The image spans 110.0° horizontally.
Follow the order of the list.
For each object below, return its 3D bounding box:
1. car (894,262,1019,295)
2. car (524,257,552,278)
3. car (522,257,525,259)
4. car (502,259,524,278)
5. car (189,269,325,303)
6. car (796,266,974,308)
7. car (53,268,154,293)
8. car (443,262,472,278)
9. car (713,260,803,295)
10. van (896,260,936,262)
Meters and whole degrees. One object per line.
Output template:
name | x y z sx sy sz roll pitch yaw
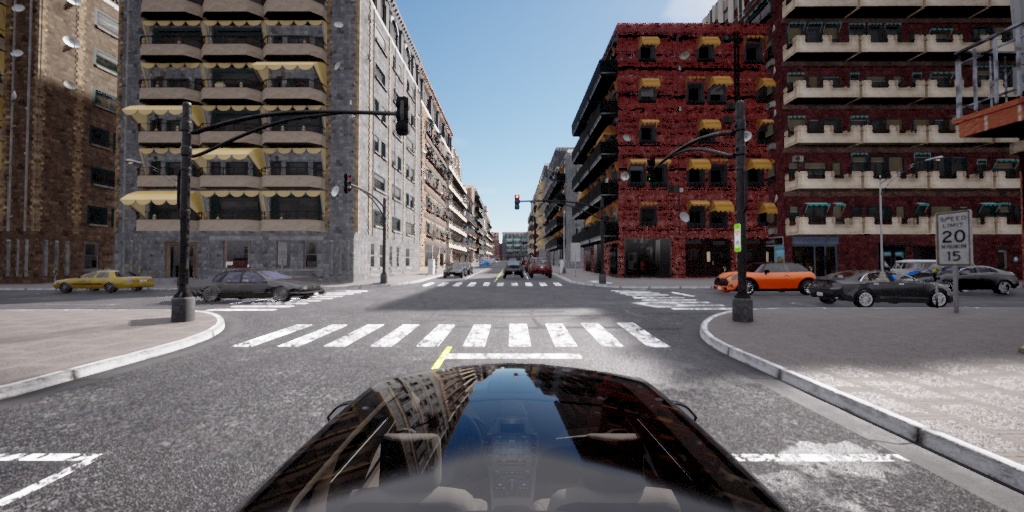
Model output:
car | 23.288 1.218 18.860 4.902 1.511 2.128 0 -1 0
car | 2.604 1.076 33.772 2.192 1.841 5.009 0 0 0
car | 2.617 1.084 44.895 2.192 1.841 5.009 0 0 0
car | 0.132 1.265 34.601 1.837 1.490 4.892 0 0 0
car | -11.412 1.305 16.036 5.357 1.411 2.033 0 -1 0
car | 13.759 1.185 13.466 4.403 1.370 2.007 0 0 0
car | -24.420 1.435 21.481 4.829 1.417 1.751 0 0 0
car | -5.277 1.327 33.736 1.948 1.339 4.313 0 0 0
car | 13.224 1.102 18.929 4.553 1.767 2.097 0 -1 1
van | 24.926 1.114 21.305 3.998 1.789 1.690 0 0 0
